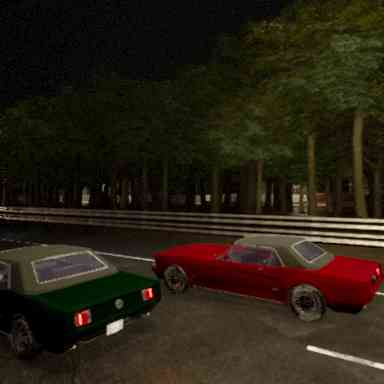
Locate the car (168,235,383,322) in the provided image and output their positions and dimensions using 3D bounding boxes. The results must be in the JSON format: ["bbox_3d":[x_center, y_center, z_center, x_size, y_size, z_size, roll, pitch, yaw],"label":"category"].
[{"bbox_3d":[1.376,1.621,7.263,4.718,1.301,1.895,-1,0,35],"label":"car"}]

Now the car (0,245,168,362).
[{"bbox_3d":[-2.909,1.646,5.982,4.718,1.301,1.895,-1,0,35],"label":"car"}]
